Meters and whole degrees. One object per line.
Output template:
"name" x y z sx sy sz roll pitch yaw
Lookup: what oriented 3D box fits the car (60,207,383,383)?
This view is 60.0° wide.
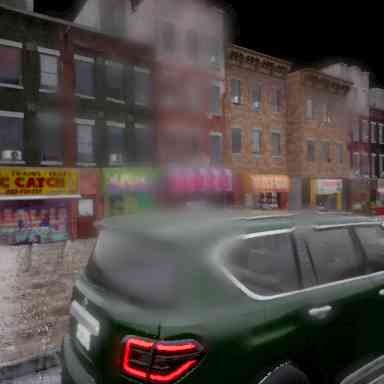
"car" 1.313 1.222 4.216 5.566 2.045 2.150 0 0 -35
